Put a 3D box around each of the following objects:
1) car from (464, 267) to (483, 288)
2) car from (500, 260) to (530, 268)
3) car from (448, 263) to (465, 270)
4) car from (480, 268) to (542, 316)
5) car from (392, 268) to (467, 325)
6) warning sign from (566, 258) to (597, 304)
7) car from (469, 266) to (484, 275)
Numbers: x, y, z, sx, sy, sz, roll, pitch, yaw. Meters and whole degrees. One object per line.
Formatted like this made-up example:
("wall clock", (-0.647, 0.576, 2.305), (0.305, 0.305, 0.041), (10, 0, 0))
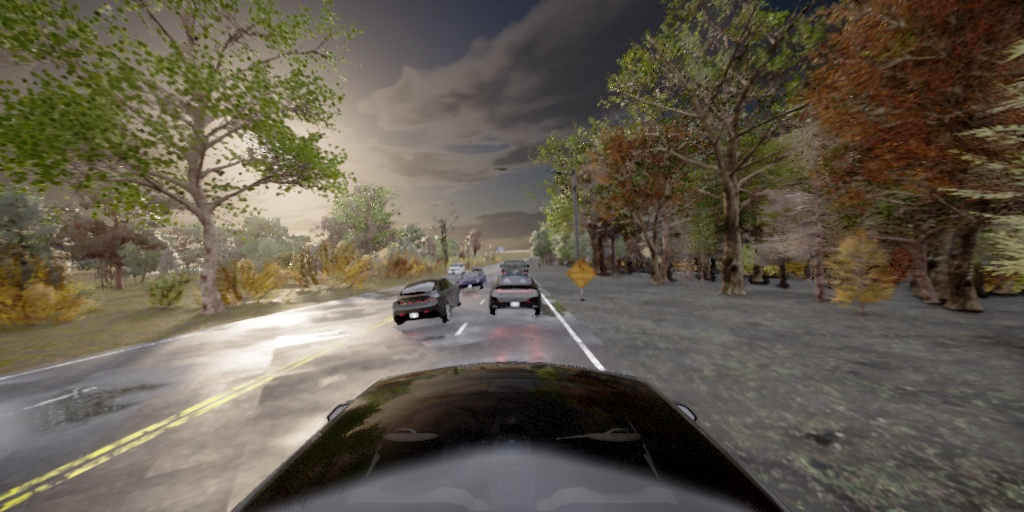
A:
("car", (-3.082, 1.888, 28.550), (1.895, 1.301, 4.718), (-7, 1, 1))
("car", (0.220, 1.296, 28.093), (2.150, 2.045, 5.566), (0, -1, 1))
("car", (-9.248, 2.216, 60.241), (2.150, 2.045, 5.566), (-3, -1, 1))
("car", (0.124, 1.398, 14.167), (2.128, 1.511, 4.902), (0, -1, 1))
("car", (-3.203, 1.618, 14.151), (1.837, 1.490, 4.892), (-7, 2, 1))
("warning sign", (2.903, 0.989, 14.834), (1.300, 1.860, 1.060), (0, 0, 0))
("car", (-5.984, 2.438, 60.259), (1.895, 1.301, 4.718), (-3, -1, 1))
